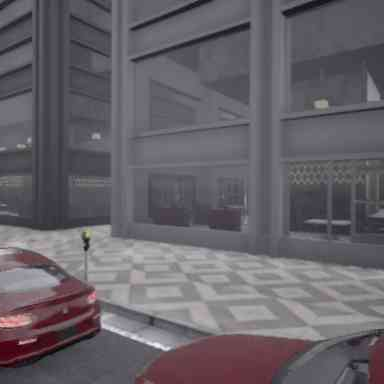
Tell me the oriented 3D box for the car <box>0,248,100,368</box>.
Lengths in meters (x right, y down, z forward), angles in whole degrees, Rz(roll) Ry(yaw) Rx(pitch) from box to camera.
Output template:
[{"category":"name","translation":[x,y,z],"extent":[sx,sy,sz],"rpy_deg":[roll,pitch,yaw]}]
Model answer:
[{"category":"car","translation":[-3.197,1.557,5.247],"extent":[4.206,1.307,1.802],"rpy_deg":[0,0,36]}]

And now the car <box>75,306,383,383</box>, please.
[{"category":"car","translation":[1.391,1.582,1.967],"extent":[4.206,1.307,1.802],"rpy_deg":[0,0,36]}]
